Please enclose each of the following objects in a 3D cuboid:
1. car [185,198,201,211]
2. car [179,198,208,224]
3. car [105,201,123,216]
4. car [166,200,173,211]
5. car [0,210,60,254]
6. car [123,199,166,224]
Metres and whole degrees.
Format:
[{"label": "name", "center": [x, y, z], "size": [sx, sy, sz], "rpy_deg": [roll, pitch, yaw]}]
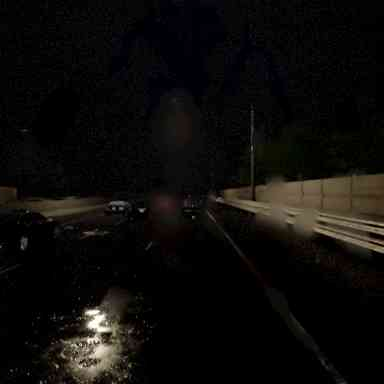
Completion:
[{"label": "car", "center": [0.104, 1.544, 41.943], "size": [1.837, 1.490, 4.892], "rpy_deg": [0, 0, 0]}, {"label": "car", "center": [0.104, 1.455, 24.265], "size": [2.128, 1.511, 4.902], "rpy_deg": [0, 0, 0]}, {"label": "car", "center": [-6.896, 1.534, 31.905], "size": [2.033, 1.411, 5.357], "rpy_deg": [0, 0, 0]}, {"label": "car", "center": [-3.395, 1.637, 41.623], "size": [1.895, 1.301, 4.718], "rpy_deg": [0, 0, 0]}, {"label": "car", "center": [-6.898, 1.462, 13.216], "size": [1.837, 1.490, 4.892], "rpy_deg": [0, 0, 0]}, {"label": "car", "center": [-3.398, 1.316, 24.663], "size": [2.097, 1.767, 4.553], "rpy_deg": [0, 0, 0]}]
